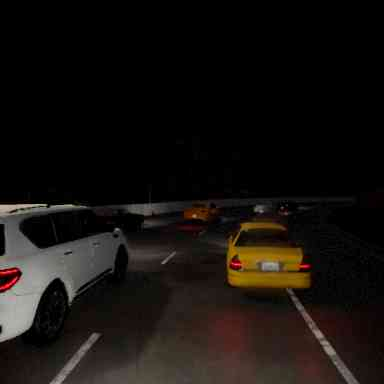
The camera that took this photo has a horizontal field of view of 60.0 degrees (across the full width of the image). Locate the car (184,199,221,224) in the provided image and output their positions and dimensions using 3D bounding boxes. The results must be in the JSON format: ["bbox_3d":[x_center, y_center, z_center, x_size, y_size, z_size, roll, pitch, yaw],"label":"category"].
[{"bbox_3d":[0.907,1.524,25.554,1.882,1.535,5.008,0,0,17],"label":"car"}]

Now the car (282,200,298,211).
[{"bbox_3d":[12.269,1.681,42.872,1.895,1.301,4.718,0,0,31],"label":"car"}]

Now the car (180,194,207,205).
[{"bbox_3d":[0.370,1.337,63.064,2.150,2.045,5.566,0,0,36],"label":"car"}]

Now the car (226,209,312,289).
[{"bbox_3d":[1.894,1.473,9.209,1.801,1.575,5.366,0,0,7],"label":"car"}]

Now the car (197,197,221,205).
[{"bbox_3d":[3.168,1.604,60.938,2.128,1.511,4.902,0,0,37],"label":"car"}]

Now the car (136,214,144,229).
[{"bbox_3d":[-4.418,1.635,19.379,1.895,1.301,4.718,0,0,13],"label":"car"}]

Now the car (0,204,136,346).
[{"bbox_3d":[-2.955,1.235,6.555,2.150,2.045,5.566,0,0,5],"label":"car"}]

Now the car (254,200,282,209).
[{"bbox_3d":[7.415,1.588,33.165,1.812,1.442,4.674,0,0,24],"label":"car"}]
